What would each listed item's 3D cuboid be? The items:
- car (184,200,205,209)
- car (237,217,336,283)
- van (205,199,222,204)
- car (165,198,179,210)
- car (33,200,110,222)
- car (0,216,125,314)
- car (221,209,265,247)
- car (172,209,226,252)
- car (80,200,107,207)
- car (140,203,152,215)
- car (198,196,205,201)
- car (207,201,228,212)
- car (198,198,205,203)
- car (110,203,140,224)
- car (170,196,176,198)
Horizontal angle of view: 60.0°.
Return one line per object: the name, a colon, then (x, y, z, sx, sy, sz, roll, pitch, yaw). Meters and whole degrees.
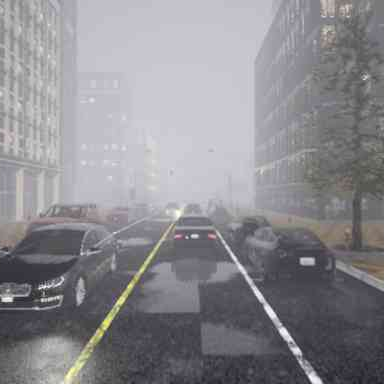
car: (0.105, 1.828, 34.820, 1.812, 1.442, 4.674, 0, -1, 0)
car: (2.663, 1.648, 9.743, 1.947, 1.339, 4.313, 0, 0, 0)
van: (2.667, 1.674, 38.189, 1.690, 1.788, 3.998, 0, -1, 0)
car: (-2.992, 2.020, 51.642, 1.994, 1.385, 4.181, 0, -1, 0)
car: (-5.683, 1.447, 15.461, 2.192, 1.841, 5.009, 0, 0, 0)
car: (-3.099, 1.573, 8.018, 1.837, 1.490, 4.892, 0, 0, 0)
car: (2.664, 1.697, 15.432, 1.947, 1.339, 4.313, 0, -1, 0)
car: (0.101, 1.671, 14.511, 2.033, 1.411, 5.357, 0, -1, 0)
car: (-17.457, 2.049, 59.001, 4.206, 1.307, 1.802, 0, -1, 0)
car: (-5.681, 1.899, 38.214, 1.947, 1.339, 4.313, 0, -1, 0)
car: (2.705, 2.290, 83.143, 1.752, 1.417, 4.829, 0, -1, 0)
car: (2.666, 1.864, 32.498, 1.802, 1.307, 4.206, 0, -1, 0)
car: (2.706, 2.457, 94.050, 1.802, 1.307, 4.206, 0, -1, 0)
car: (-5.683, 1.776, 26.838, 1.887, 1.381, 4.507, 0, -1, 0)
car: (-5.675, 2.342, 88.341, 1.752, 1.417, 4.829, 0, -1, 0)
